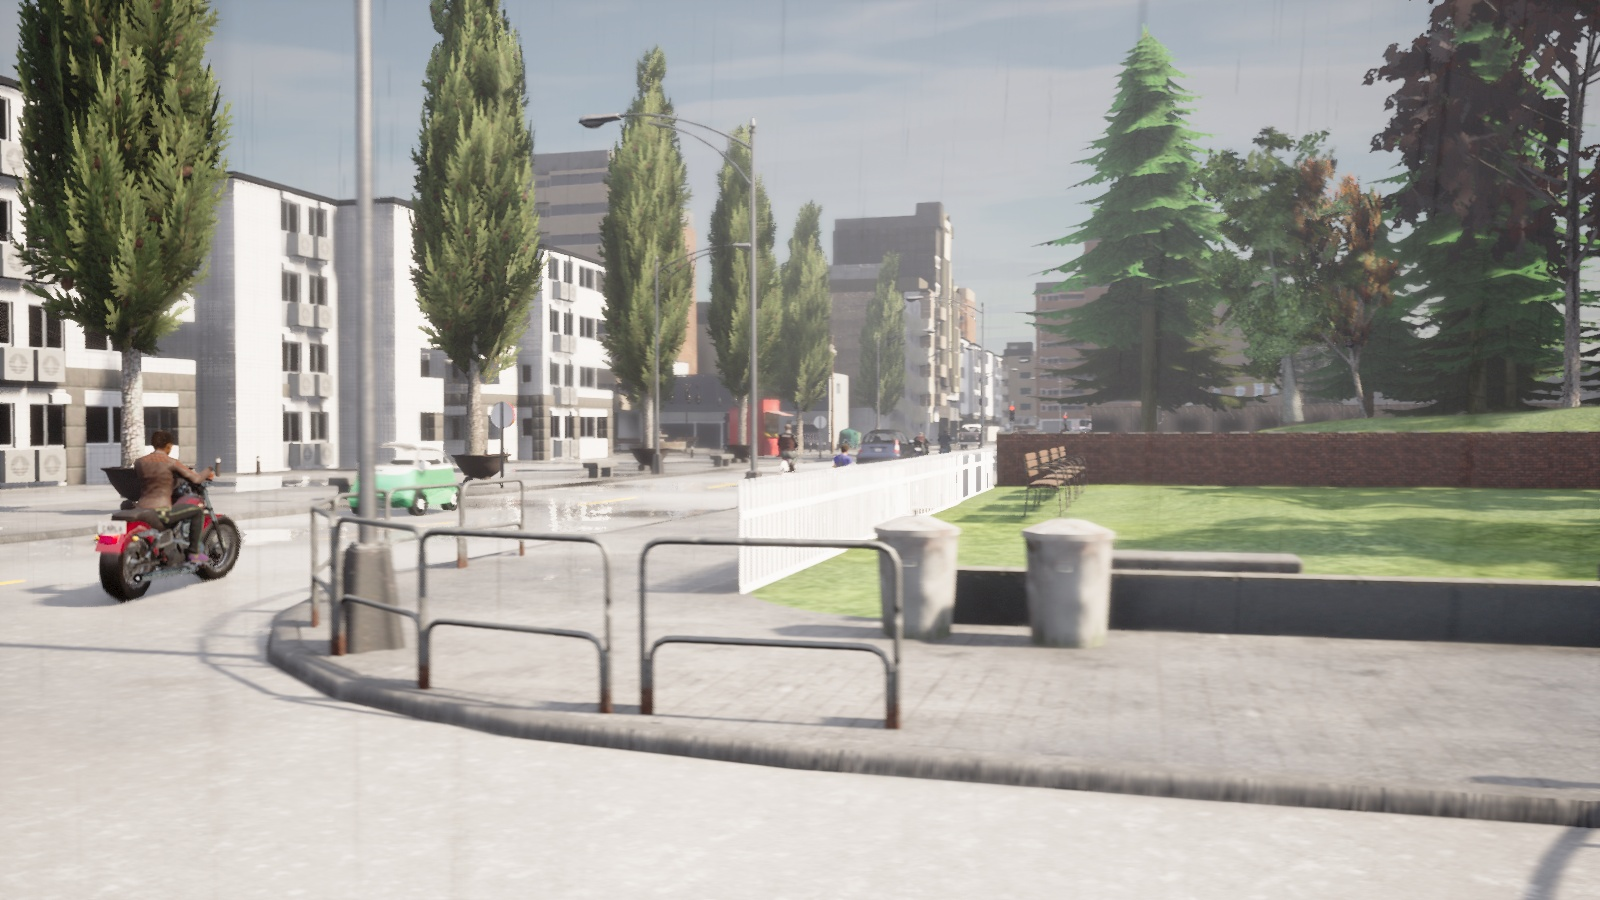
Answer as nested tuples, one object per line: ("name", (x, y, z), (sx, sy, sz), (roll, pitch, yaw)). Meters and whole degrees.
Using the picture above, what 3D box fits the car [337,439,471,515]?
("car", (-7.569, 0.479, 24.142), (1.481, 1.376, 2.207), (0, 1, 15))

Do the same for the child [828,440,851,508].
("child", (0.759, 0.450, 23.899), (0.270, 1.263, 0.437), (1, 1, 26))

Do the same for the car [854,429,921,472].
("car", (3.463, -0.018, 48.939), (1.851, 1.617, 3.988), (0, 1, 15))

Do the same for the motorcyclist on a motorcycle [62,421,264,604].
("motorcyclist on a motorcycle", (-6.304, 0.558, 12.618), (0.766, 1.649, 2.350), (1, 1, 1))

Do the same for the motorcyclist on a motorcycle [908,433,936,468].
("motorcyclist on a motorcycle", (5.447, 0.015, 56.102), (0.866, 1.530, 2.191), (0, 1, 15))

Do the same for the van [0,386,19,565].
("van", (-10.383, 0.318, 12.474), (2.069, 2.038, 4.480), (0, 1, 7))
